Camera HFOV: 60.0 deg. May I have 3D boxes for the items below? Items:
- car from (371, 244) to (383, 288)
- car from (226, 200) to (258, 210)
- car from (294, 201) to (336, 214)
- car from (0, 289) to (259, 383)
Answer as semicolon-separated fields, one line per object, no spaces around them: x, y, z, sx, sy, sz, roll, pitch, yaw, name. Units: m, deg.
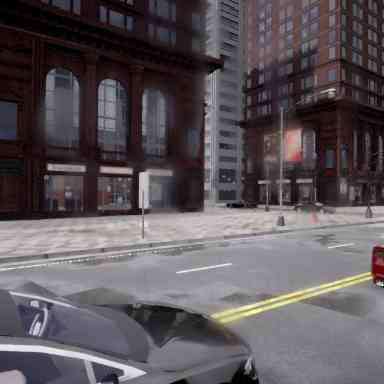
6.213;1.489;7.870;5.008;1.535;1.882;0;0;-35;car
6.944;1.828;46.057;1.895;1.301;4.718;1;-1;-35;car
13.499;1.701;36.834;1.812;1.442;4.674;1;-1;-36;car
-1.617;1.491;2.292;4.902;1.511;2.128;0;0;-35;car
